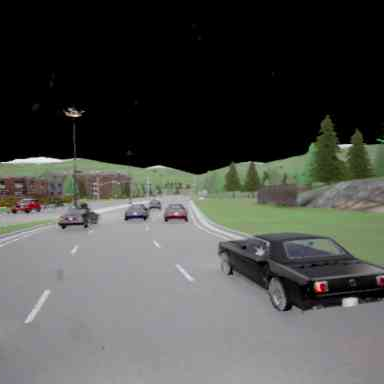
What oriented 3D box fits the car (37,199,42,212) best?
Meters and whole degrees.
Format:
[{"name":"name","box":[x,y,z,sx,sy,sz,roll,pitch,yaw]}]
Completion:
[{"name":"car","box":[-20.557,1.873,49.657,2.128,1.511,4.902,-1,0,-1]}]

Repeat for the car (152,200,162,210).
[{"name":"car","box":[-5.410,1.927,48.812,2.033,1.411,5.357,-1,0,-4]}]

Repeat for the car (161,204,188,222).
[{"name":"car","box":[-1.388,1.747,28.969,1.994,1.385,4.181,-1,0,-3]}]

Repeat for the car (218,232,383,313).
[{"name":"car","box":[2.130,1.593,7.755,1.895,1.301,4.718,-1,0,-14]}]

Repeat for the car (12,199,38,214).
[{"name":"car","box":[-24.045,2.034,48.725,2.150,2.045,5.566,-1,-1,-1]}]

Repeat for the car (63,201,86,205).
[{"name":"car","box":[-17.050,2.161,49.721,2.128,1.511,4.902,-1,0,-1]}]

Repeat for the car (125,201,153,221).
[{"name":"car","box":[-4.956,1.838,30.539,1.994,1.385,4.181,-1,0,-3]}]

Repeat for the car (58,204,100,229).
[{"name":"car","box":[-8.199,1.864,24.515,2.033,1.411,5.357,-1,0,-4]}]
